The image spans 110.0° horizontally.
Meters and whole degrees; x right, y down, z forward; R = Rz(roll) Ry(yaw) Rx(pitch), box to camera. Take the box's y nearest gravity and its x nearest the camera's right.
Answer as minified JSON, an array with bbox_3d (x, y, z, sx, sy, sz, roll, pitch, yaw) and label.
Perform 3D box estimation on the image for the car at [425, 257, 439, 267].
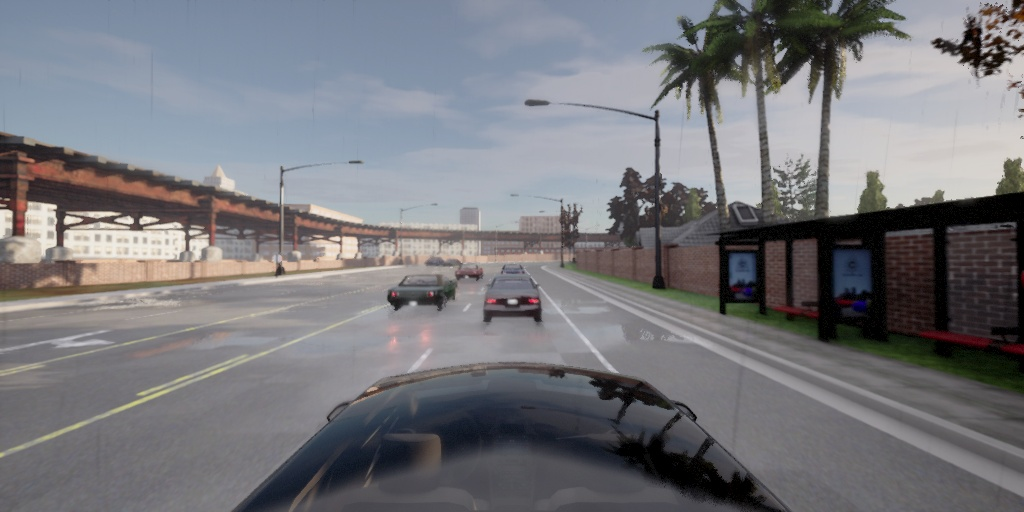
[{"bbox_3d":[-13.157,0.919,61.134,2.097,1.767,4.553,0,0,9],"label":"car"}]

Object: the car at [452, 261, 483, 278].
[{"bbox_3d":[-3.439,1.308,29.714,1.895,1.301,4.718,0,0,0],"label":"car"}]

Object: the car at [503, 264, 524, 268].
[{"bbox_3d":[0.061,1.304,29.710,1.895,1.301,4.718,0,0,0],"label":"car"}]

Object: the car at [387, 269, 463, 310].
[{"bbox_3d":[-3.440,1.372,14.779,1.895,1.301,4.718,0,0,0],"label":"car"}]

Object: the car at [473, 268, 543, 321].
[{"bbox_3d":[0.039,1.318,12.489,2.033,1.411,5.357,0,0,0],"label":"car"}]

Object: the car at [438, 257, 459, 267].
[{"bbox_3d":[-9.947,1.107,59.552,2.033,1.411,5.357,0,0,8],"label":"car"}]
